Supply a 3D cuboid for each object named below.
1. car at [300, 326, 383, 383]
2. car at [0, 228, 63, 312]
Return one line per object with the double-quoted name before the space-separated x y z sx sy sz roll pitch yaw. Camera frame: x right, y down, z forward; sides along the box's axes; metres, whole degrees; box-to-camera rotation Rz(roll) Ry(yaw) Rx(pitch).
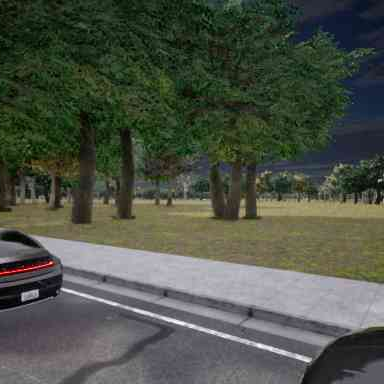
"car" 2.996 1.491 1.546 4.902 1.511 2.128 0 0 36
"car" -4.727 1.513 7.069 4.892 1.490 1.837 0 0 35
